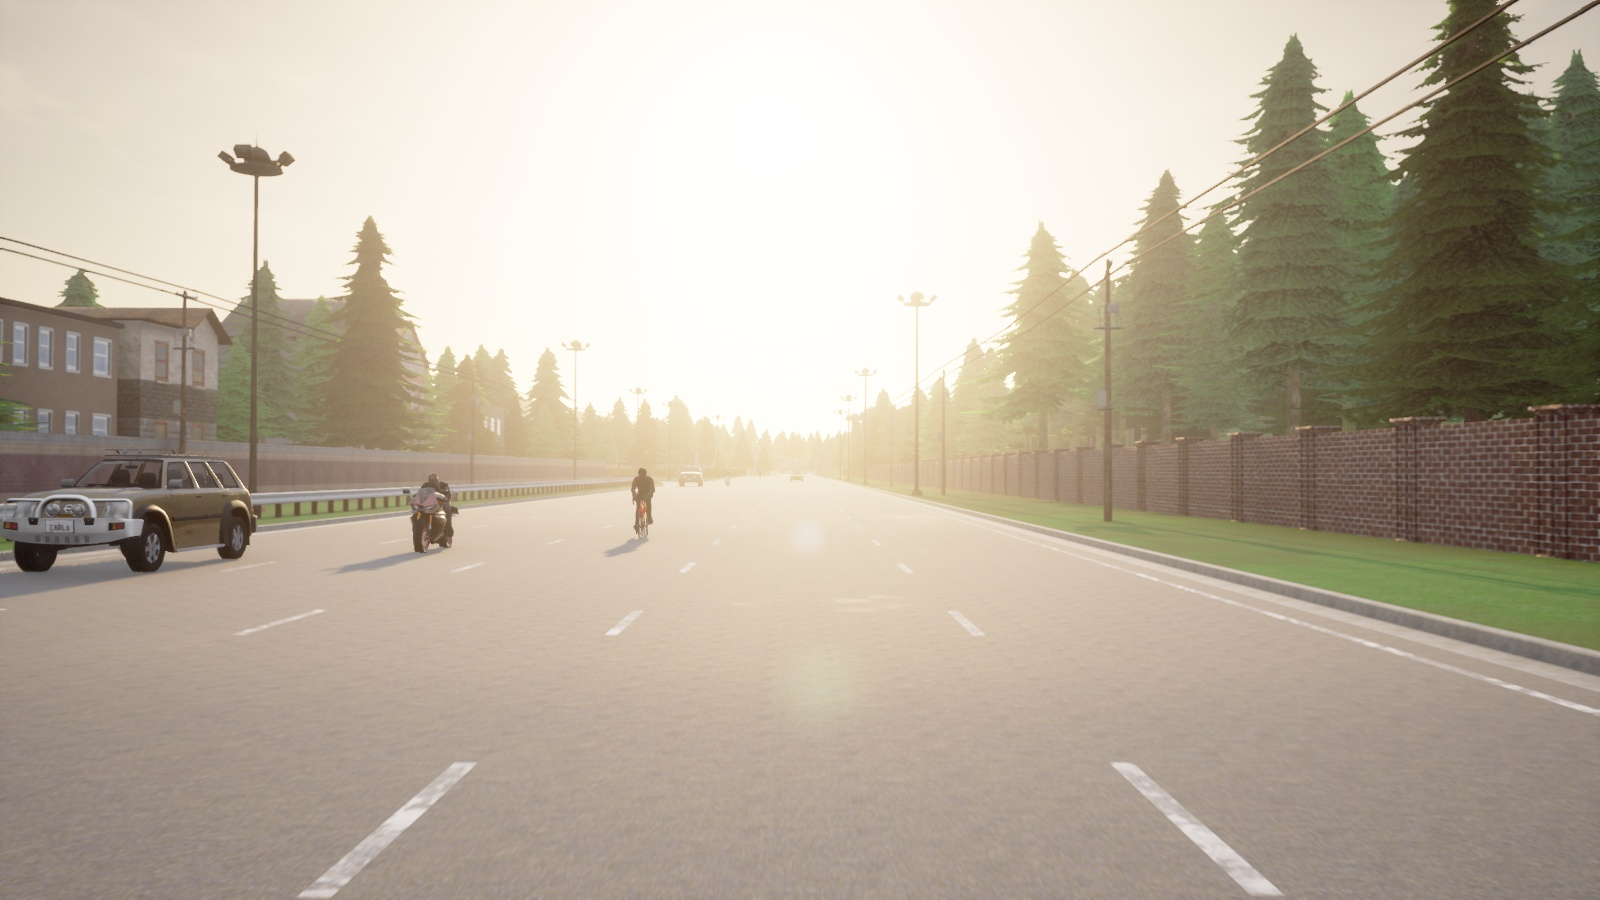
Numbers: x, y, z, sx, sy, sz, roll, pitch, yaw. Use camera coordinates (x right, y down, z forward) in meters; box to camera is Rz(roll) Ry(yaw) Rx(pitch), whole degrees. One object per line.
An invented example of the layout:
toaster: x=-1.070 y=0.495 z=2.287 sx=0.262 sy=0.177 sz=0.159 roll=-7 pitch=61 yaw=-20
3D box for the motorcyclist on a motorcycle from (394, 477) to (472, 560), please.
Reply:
motorcyclist on a motorcycle: x=-7.058 y=1.284 z=24.247 sx=0.866 sy=1.530 sz=2.191 roll=0 pitch=-1 yaw=0

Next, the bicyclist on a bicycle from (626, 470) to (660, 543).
bicyclist on a bicycle: x=-3.569 y=1.261 z=28.641 sx=0.582 sy=1.620 sz=1.656 roll=0 pitch=-1 yaw=0

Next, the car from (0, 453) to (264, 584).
car: x=-10.549 y=1.011 z=20.160 sx=1.932 sy=1.855 sz=4.605 roll=0 pitch=-1 yaw=0
